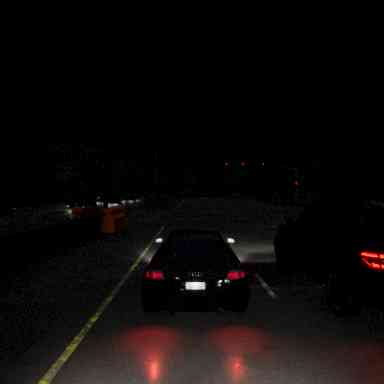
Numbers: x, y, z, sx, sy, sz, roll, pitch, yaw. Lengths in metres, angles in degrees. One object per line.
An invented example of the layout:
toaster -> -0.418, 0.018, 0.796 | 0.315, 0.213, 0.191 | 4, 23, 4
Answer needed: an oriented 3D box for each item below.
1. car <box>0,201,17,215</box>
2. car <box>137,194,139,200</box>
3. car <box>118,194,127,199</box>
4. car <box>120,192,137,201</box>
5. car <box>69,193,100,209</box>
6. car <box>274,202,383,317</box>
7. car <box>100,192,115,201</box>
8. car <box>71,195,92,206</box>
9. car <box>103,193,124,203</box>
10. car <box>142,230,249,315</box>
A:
car -> -17.715, 1.488, 29.666 | 2.033, 1.411, 5.357 | 0, 0, 0
car -> -14.697, 1.211, 86.034 | 1.812, 1.442, 4.674 | 0, 0, -3
car -> -18.567, 1.197, 89.247 | 1.812, 1.442, 4.674 | 0, 0, -7
car -> -14.388, 1.235, 75.398 | 1.837, 1.490, 4.892 | 0, 0, 0
car -> -14.300, 1.100, 43.717 | 2.150, 2.045, 5.566 | 0, 0, 0
car -> 3.589, 1.220, 7.598 | 2.150, 2.045, 5.566 | 0, 0, -2
car -> -17.847, 1.121, 68.444 | 2.097, 1.767, 4.553 | 0, 0, 0
car -> -17.849, 1.335, 53.949 | 1.837, 1.490, 4.892 | 0, 1, 0
car -> -14.359, 1.399, 61.184 | 1.895, 1.301, 4.718 | 0, 0, 0
car -> 0.067, 1.563, 7.668 | 1.994, 1.385, 4.181 | 0, 0, 0
